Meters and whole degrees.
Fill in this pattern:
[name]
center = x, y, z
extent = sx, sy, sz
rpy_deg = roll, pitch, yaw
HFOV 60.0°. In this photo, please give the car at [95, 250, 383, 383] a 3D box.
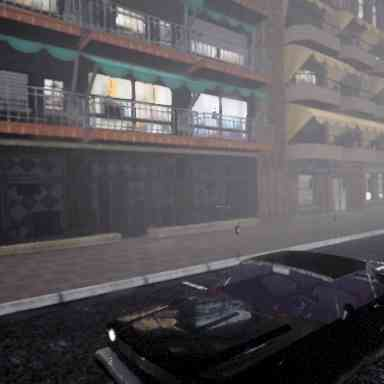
[car]
center = 1.254, 1.559, 4.356
extent = 4.718, 1.301, 1.895
rpy_deg = -1, 0, -40
